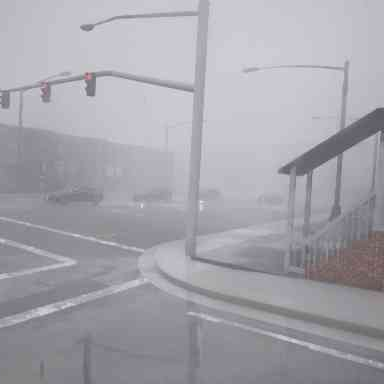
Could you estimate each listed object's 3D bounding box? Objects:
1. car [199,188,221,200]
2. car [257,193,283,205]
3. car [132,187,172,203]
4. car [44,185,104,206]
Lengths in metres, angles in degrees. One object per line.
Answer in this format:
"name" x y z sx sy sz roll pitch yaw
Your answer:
"car" 1.924 0.238 42.321 1.837 1.490 4.892 5 3 36
"car" 9.621 0.781 40.767 1.994 1.385 4.181 5 3 36
"car" -4.005 0.235 34.100 1.837 1.490 4.892 5 3 36
"car" -9.341 0.219 26.681 2.128 1.511 4.902 5 3 36
